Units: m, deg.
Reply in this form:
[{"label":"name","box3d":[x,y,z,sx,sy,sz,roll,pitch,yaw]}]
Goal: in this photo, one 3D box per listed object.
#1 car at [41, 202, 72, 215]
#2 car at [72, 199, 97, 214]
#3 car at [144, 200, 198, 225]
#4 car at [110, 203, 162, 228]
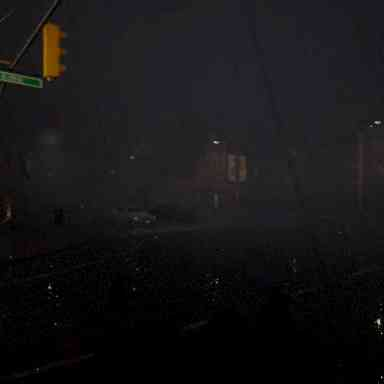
[{"label":"car","box3d":[-15.708,1.863,38.009,1.994,1.385,4.181,0,-1,-39]},{"label":"car","box3d":[-13.370,1.673,40.681,2.097,1.767,4.553,0,-1,-39]},{"label":"car","box3d":[-1.568,1.683,26.073,1.882,1.535,5.008,0,-1,-39]},{"label":"car","box3d":[-4.349,1.714,23.873,1.812,1.442,4.674,0,-1,-38]}]
